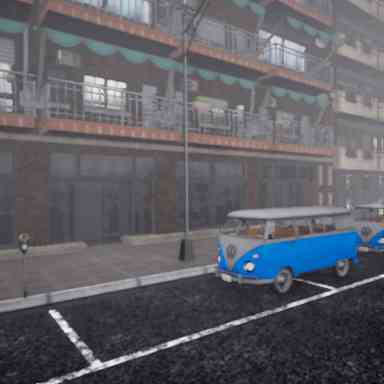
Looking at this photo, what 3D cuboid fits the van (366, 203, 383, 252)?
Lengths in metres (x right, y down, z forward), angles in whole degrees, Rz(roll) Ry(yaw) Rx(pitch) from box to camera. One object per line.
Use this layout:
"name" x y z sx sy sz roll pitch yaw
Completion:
"van" 7.081 1.247 11.614 3.998 1.788 1.690 -1 0 -35

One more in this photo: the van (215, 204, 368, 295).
"van" 2.444 1.290 8.307 3.998 1.788 1.690 -1 0 -35
